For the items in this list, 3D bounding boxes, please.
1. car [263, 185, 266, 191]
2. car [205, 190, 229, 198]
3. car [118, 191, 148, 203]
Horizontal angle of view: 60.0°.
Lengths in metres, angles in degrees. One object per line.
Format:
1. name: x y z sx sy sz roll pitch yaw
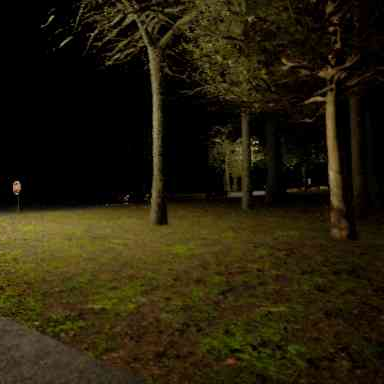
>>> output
1. car: 21.264 -1.281 91.005 2.150 2.045 5.566 -3 1 35
2. car: 4.078 0.317 53.550 1.895 1.301 4.718 -2 1 34
3. car: -8.425 0.634 47.692 2.097 1.767 4.553 -3 -1 34
